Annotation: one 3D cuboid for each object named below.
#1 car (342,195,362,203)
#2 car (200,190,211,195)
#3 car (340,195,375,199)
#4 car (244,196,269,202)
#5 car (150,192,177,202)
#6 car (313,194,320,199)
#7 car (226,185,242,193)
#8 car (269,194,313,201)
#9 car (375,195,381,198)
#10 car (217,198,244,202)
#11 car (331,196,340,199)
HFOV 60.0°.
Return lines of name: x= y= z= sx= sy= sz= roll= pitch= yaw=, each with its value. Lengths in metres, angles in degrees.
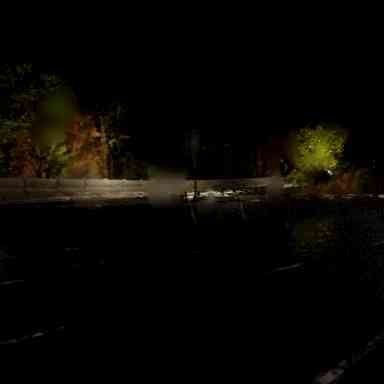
car: x=31.066 y=1.277 z=64.476 sx=4.674 sy=1.442 sz=1.812 roll=0 pitch=0 yaw=-41
car: x=2.853 y=0.335 z=64.857 sx=1.812 sy=1.442 sz=4.674 roll=0 pitch=2 yaw=27
car: x=24.828 y=1.350 z=49.801 sx=5.357 sy=1.411 sz=2.033 roll=0 pitch=0 yaw=-40
car: x=9.025 y=1.264 z=40.719 sx=5.008 sy=1.535 sz=1.882 roll=0 pitch=0 yaw=-41
car: x=-4.176 y=0.666 z=50.235 sx=2.033 sy=1.411 sz=5.357 roll=0 pitch=1 yaw=26
car: x=18.926 y=1.106 z=53.943 sx=4.553 sy=1.767 sz=2.097 roll=0 pitch=0 yaw=-41
car: x=9.956 y=-0.517 z=78.264 sx=2.150 sy=2.045 sz=5.566 roll=0 pitch=2 yaw=28
car: x=11.345 y=1.289 z=38.099 sx=5.008 sy=1.535 sz=1.882 roll=0 pitch=0 yaw=-41
car: x=34.696 y=1.287 z=62.997 sx=4.902 sy=1.511 sz=2.128 roll=0 pitch=0 yaw=-41
car: x=5.208 y=1.364 z=42.043 sx=4.718 sy=1.301 sz=1.895 roll=0 pitch=0 yaw=-41
car: x=23.544 y=1.326 z=53.305 sx=5.357 sy=1.411 sz=2.033 roll=0 pitch=0 yaw=-41
